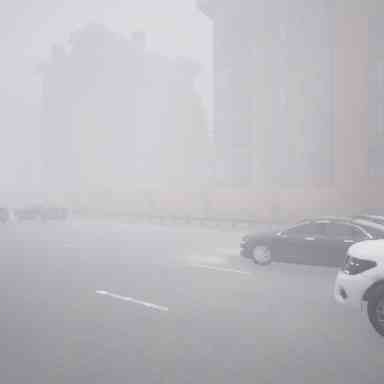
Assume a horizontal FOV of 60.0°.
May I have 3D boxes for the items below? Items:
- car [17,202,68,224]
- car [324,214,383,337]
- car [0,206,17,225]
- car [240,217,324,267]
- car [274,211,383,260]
[{"bbox_3d":[-11.403,1.478,25.017,5.008,1.535,1.882,0,0,35],"label":"car"},{"bbox_3d":[5.074,1.222,4.671,5.566,2.045,2.150,0,0,35],"label":"car"},{"bbox_3d":[-14.562,1.492,22.970,4.902,1.511,2.128,0,0,35],"label":"car"},{"bbox_3d":[3.808,1.503,9.874,4.892,1.490,1.837,-1,0,35],"label":"car"},{"bbox_3d":[6.065,1.547,12.563,5.357,1.411,2.033,0,0,35],"label":"car"}]
